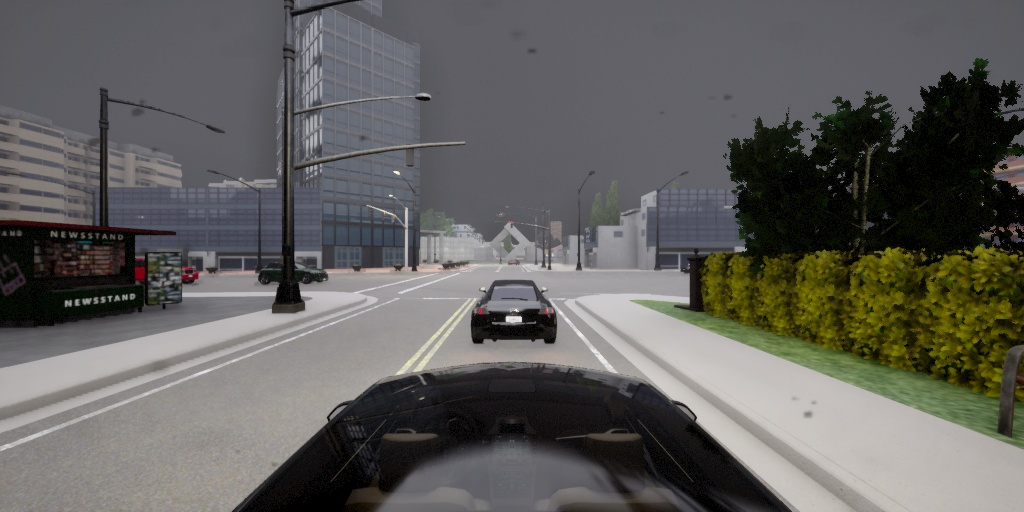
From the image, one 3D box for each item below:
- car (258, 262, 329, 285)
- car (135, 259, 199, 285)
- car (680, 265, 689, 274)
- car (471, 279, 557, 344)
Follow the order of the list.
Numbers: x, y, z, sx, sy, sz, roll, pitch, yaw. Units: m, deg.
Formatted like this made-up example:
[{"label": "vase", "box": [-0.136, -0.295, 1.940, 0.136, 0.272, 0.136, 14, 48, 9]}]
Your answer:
[{"label": "car", "box": [-16.494, 1.210, 27.224, 4.553, 1.767, 2.097, -1, 0, -1]}, {"label": "car", "box": [-27.078, 1.205, 27.098, 5.566, 2.045, 2.150, -1, 0, 0]}, {"label": "car", "box": [20.347, 1.266, 38.369, 4.181, 1.385, 1.994, 0, 0, -2]}, {"label": "car", "box": [0.045, 1.314, 9.637, 1.994, 1.385, 4.181, 0, 0, 0]}]
